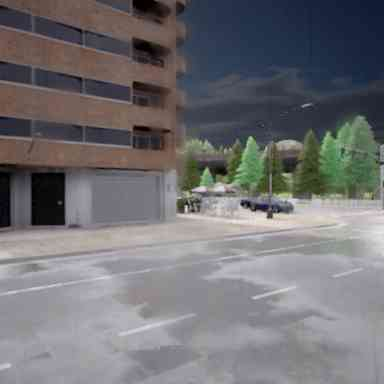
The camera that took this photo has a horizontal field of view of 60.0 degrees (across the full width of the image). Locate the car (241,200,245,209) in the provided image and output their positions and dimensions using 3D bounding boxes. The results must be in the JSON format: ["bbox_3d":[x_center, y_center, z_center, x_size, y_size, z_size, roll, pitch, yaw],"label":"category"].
[{"bbox_3d":[8.071,1.317,39.670,1.882,1.535,5.008,0,0,-37],"label":"car"}]

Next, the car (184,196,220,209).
[{"bbox_3d":[1.496,1.363,42.611,1.837,1.490,4.892,0,0,-38],"label":"car"}]

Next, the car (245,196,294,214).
[{"bbox_3d":[8.074,1.203,33.744,2.097,1.767,4.553,0,0,-36],"label":"car"}]
